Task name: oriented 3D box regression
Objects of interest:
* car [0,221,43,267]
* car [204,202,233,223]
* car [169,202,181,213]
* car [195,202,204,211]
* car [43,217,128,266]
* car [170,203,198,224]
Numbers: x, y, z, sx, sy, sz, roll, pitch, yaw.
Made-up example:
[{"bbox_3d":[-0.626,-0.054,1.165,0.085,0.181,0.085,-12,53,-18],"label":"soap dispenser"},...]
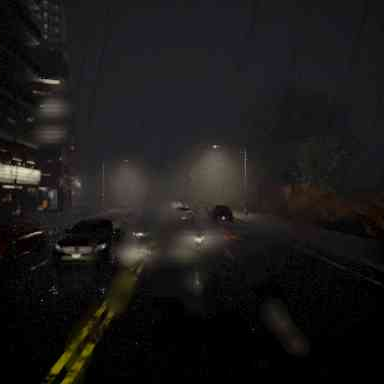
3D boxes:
[{"bbox_3d":[-6.777,1.732,11.866,1.994,1.385,4.181,0,-1,-2],"label":"car"},{"bbox_3d":[2.420,1.893,29.477,1.837,1.490,4.892,0,0,-3],"label":"car"},{"bbox_3d":[-2.122,2.129,46.078,1.812,1.442,4.674,0,-1,-5],"label":"car"},{"bbox_3d":[1.133,2.103,46.169,1.837,1.490,4.892,0,-1,-5],"label":"car"},{"bbox_3d":[-3.537,1.696,12.326,1.812,1.442,4.674,0,-1,-2],"label":"car"},{"bbox_3d":[-0.766,1.903,28.353,1.812,1.442,4.674,0,-1,-3],"label":"car"}]
